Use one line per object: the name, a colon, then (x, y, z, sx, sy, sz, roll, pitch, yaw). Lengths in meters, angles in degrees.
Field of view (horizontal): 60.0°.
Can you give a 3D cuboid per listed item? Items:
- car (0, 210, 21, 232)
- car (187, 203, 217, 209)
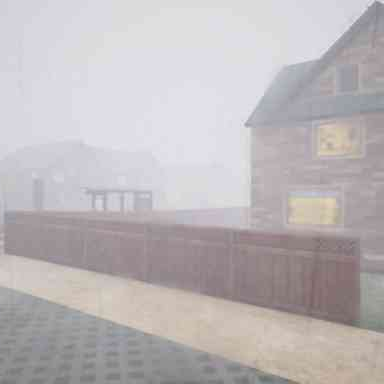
car: (-11.394, 1.824, 20.477, 1.895, 1.301, 4.718, 1, 0, 34)
car: (1.141, 2.033, 38.128, 1.837, 1.490, 4.892, 1, -1, 36)
